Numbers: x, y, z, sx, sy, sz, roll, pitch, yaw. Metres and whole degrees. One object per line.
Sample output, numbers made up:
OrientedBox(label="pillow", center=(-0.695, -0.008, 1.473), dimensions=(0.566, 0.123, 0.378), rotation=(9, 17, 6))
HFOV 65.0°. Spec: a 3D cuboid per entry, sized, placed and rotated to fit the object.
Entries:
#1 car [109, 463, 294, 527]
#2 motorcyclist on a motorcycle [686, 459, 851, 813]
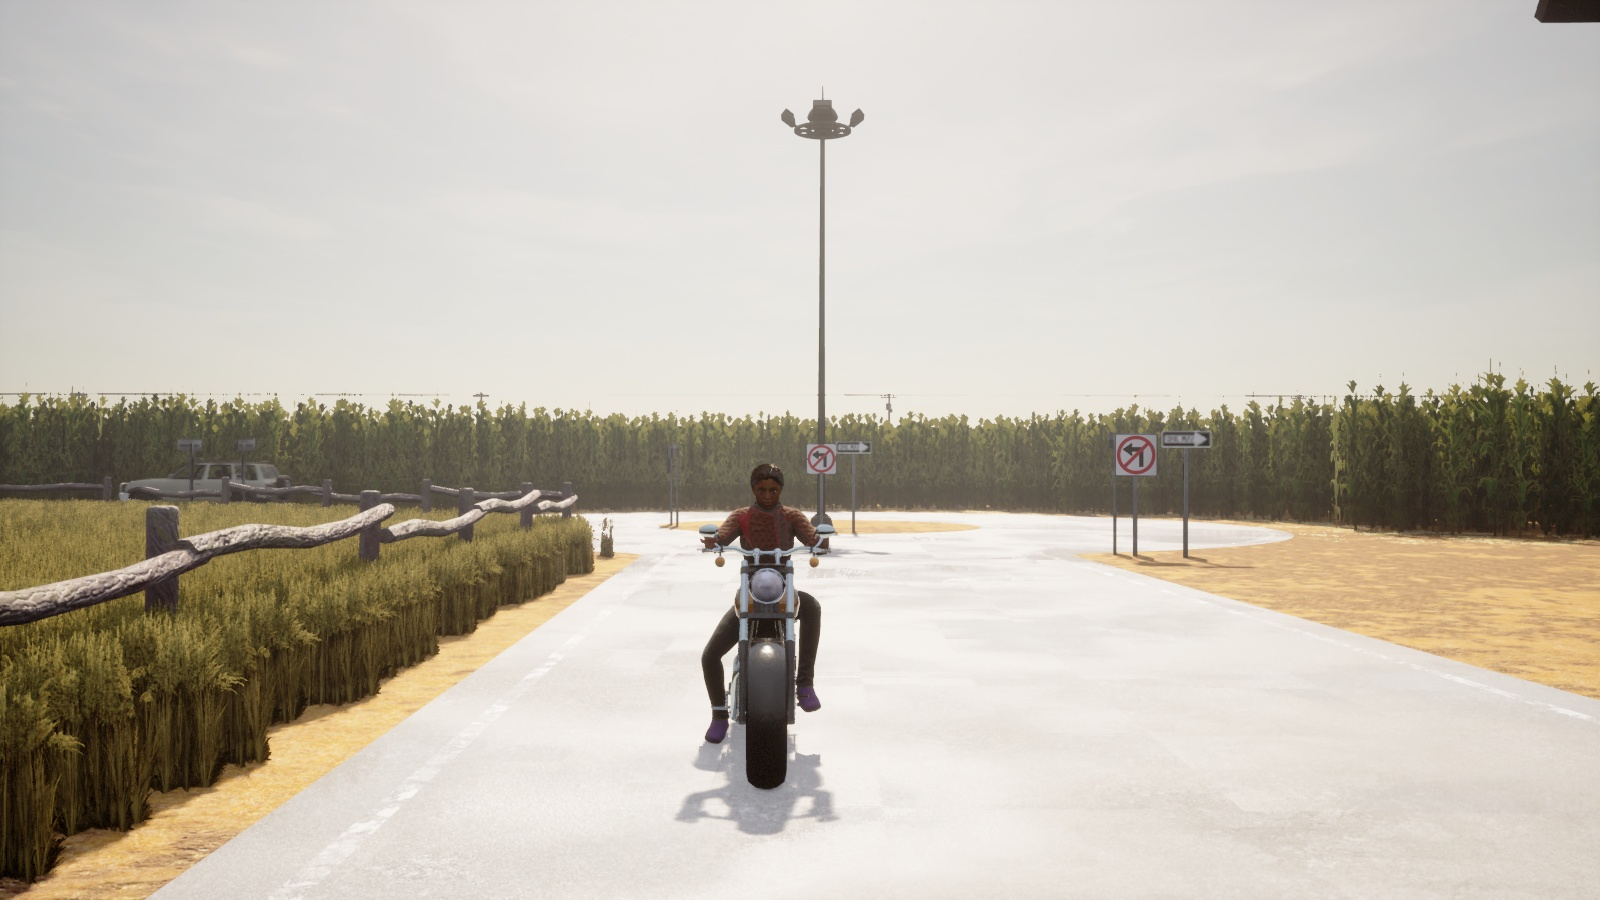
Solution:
OrientedBox(label="car", center=(-17.849, 1.328, 37.586), dimensions=(4.605, 1.855, 1.932), rotation=(0, -1, 0))
OrientedBox(label="motorcyclist on a motorcycle", center=(-0.180, 0.884, 7.063), dimensions=(0.766, 1.649, 2.350), rotation=(0, -1, -2))
